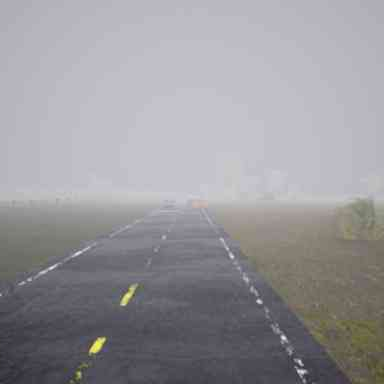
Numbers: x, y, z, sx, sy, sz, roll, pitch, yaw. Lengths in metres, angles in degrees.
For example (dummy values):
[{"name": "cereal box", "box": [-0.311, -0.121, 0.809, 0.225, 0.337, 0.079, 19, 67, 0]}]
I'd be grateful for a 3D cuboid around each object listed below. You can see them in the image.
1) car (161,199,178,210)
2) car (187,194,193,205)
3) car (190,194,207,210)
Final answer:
[{"name": "car", "box": [-2.816, 1.542, 42.656, 2.033, 1.411, 5.357, 0, 0, 0]}, {"name": "car", "box": [0.025, 1.543, 59.674, 1.812, 1.442, 4.674, 0, 0, 0]}, {"name": "car", "box": [0.980, 1.450, 42.050, 1.801, 1.575, 5.366, 0, 0, 0]}]
